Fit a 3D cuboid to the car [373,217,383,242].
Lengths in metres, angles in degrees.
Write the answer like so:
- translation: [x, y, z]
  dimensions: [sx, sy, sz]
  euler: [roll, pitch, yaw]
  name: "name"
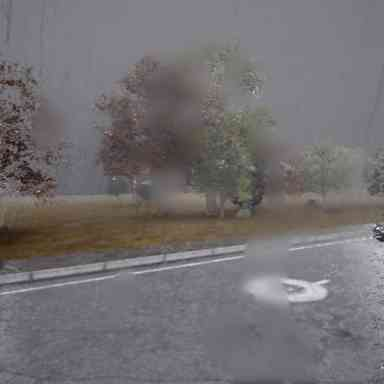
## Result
- translation: [10.232, 1.500, 15.169]
  dimensions: [4.892, 1.490, 1.837]
  euler: [0, 0, -33]
  name: "car"
